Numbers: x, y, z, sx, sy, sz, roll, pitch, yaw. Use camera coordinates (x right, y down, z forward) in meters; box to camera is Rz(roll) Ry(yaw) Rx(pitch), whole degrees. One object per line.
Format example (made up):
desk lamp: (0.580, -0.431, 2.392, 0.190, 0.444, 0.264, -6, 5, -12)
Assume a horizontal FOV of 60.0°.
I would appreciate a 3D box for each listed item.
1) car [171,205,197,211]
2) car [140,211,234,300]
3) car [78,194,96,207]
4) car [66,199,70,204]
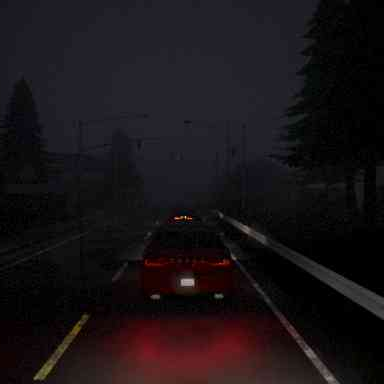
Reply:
car: (-0.477, 1.491, 18.860, 1.837, 1.490, 4.892, 0, 0, -2)
car: (-0.152, 1.471, 8.453, 1.882, 1.535, 5.008, 0, 0, -2)
car: (-16.163, 1.274, 51.506, 1.905, 1.878, 3.866, 0, 0, -3)
car: (-22.005, 1.438, 55.597, 2.242, 1.667, 4.611, 0, 0, -3)
